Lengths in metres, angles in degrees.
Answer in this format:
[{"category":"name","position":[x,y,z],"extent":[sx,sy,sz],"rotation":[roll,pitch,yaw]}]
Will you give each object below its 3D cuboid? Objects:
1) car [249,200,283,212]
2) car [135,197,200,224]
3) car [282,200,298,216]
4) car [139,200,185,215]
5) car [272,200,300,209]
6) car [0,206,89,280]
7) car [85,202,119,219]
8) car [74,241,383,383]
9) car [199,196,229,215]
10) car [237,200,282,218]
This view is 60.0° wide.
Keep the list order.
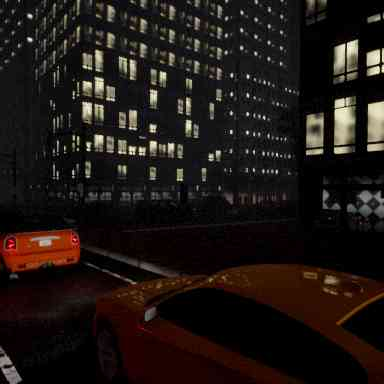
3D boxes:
[{"category":"car","position":[9.768,1.815,43.838],"extent":[4.674,1.442,1.812],"rotation":[1,1,-39]},{"category":"car","position":[-2.181,1.524,26.684],"extent":[5.009,1.841,2.192],"rotation":[1,0,-39]},{"category":"car","position":[10.945,1.936,37.358],"extent":[4.206,1.307,1.802],"rotation":[1,0,-39]},{"category":"car","position":[-3.227,1.648,36.635],"extent":[4.829,1.417,1.752],"rotation":[1,0,-39]},{"category":"car","position":[14.404,1.882,50.968],"extent":[4.313,1.339,1.947],"rotation":[1,0,-39]},{"category":"car","position":[-5.189,1.347,10.304],"extent":[2.097,1.767,4.553],"rotation":[0,0,-40]},{"category":"car","position":[-8.646,1.612,28.825],"extent":[4.674,1.442,1.812],"rotation":[1,1,-40]},{"category":"car","position":[0.743,1.476,3.256],"extent":[1.882,1.535,5.008],"rotation":[0,0,-40]},{"category":"car","position":[1.668,1.423,37.256],"extent":[5.566,2.045,2.150],"rotation":[1,0,-39]},{"category":"car","position":[6.701,1.833,33.907],"extent":[4.829,1.417,1.752],"rotation":[1,0,-39]}]
